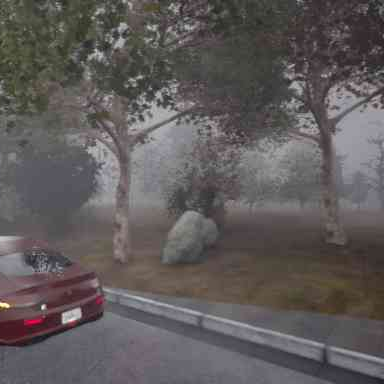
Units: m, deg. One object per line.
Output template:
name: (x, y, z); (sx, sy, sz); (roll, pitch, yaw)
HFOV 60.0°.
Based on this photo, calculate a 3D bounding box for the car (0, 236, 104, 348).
car: (-3.517, 1.520, 5.887); (4.674, 1.442, 1.812); (0, 0, 36)
